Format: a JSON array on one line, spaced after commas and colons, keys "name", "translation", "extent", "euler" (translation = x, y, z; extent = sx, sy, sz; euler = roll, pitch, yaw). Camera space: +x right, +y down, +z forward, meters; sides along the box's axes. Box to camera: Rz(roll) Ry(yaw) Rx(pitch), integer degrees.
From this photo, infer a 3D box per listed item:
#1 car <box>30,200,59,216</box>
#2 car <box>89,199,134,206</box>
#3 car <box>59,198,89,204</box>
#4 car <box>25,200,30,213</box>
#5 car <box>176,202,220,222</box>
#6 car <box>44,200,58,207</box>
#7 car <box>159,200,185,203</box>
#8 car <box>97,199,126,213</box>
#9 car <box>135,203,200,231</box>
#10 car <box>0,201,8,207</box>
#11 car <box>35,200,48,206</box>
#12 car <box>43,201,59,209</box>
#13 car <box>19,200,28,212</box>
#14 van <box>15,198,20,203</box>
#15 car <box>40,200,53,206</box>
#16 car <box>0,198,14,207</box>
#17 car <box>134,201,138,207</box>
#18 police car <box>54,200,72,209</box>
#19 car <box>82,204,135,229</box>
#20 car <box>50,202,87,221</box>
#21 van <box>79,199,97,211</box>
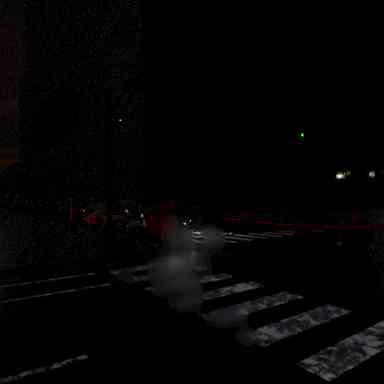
[{"name": "car", "translation": [-17.676, 1.913, 40.472], "extent": [2.192, 1.841, 5.009], "euler": [-1, 0, -35]}, {"name": "car", "translation": [-7.578, 1.756, 30.889], "extent": [2.097, 1.767, 4.553], "euler": [0, -1, -35]}, {"name": "car", "translation": [-13.735, 1.770, 39.566], "extent": [2.150, 2.045, 5.566], "euler": [0, -1, -35]}, {"name": "car", "translation": [-20.502, 2.208, 44.453], "extent": [1.887, 1.381, 4.507], "euler": [-1, 0, -35]}, {"name": "car", "translation": [0.609, 1.851, 29.475], "extent": [1.887, 1.381, 4.507], "euler": [-1, 0, -35]}, {"name": "car", "translation": [-31.718, 2.618, 74.946], "extent": [1.947, 1.339, 4.313], "euler": [-1, 0, -35]}, {"name": "car", "translation": [-2.339, 1.691, 33.625], "extent": [2.192, 1.841, 5.009], "euler": [-1, 0, -35]}, {"name": "car", "translation": [-11.167, 1.898, 46.073], "extent": [2.192, 1.841, 5.009], "euler": [-1, 0, -35]}, {"name": "car", "translation": [-1.821, 1.774, 22.827], "extent": [1.837, 1.490, 4.892], "euler": [0, -1, -35]}, {"name": "car", "translation": [-44.391, 2.784, 78.059], "extent": [1.802, 1.307, 4.206], "euler": [-1, 0, -35]}, {"name": "car", "translation": [-37.747, 2.734, 83.426], "extent": [2.008, 1.369, 4.403], "euler": [-1, 0, -35]}, {"name": "car", "translation": [-26.981, 2.410, 63.704], "extent": [1.837, 1.490, 4.892], "euler": [0, -1, -35]}, {"name": "car", "translation": [-23.335, 2.169, 48.435], "extent": [1.967, 1.590, 4.097], "euler": [-1, 0, -35]}, {"name": "van", "translation": [-26.168, 2.135, 52.418], "extent": [1.690, 1.788, 3.998], "euler": [-1, 0, -35]}, {"name": "car", "translation": [-34.733, 2.684, 79.187], "extent": [1.947, 1.339, 4.313], "euler": [-1, 0, -35]}, {"name": "car", "translation": [-41.276, 2.680, 73.677], "extent": [1.887, 1.381, 4.507], "euler": [-1, 0, -35]}, {"name": "car", "translation": [-5.276, 2.027, 37.774], "extent": [1.802, 1.307, 4.206], "euler": [-1, 0, -35]}, {"name": "police car", "translation": [-25.441, 2.330, 65.447], "extent": [1.930, 1.638, 5.238], "euler": [0, -1, -35]}, {"name": "car", "translation": [-6.250, 1.855, 24.404], "extent": [1.752, 1.417, 4.829], "euler": [-1, 0, -35]}, {"name": "car", "translation": [-12.009, 2.016, 32.507], "extent": [2.008, 1.369, 4.403], "euler": [-1, 0, -35]}, {"name": "van", "translation": [-17.052, 2.060, 54.372], "extent": [1.690, 1.788, 3.998], "euler": [-1, 0, -35]}]
